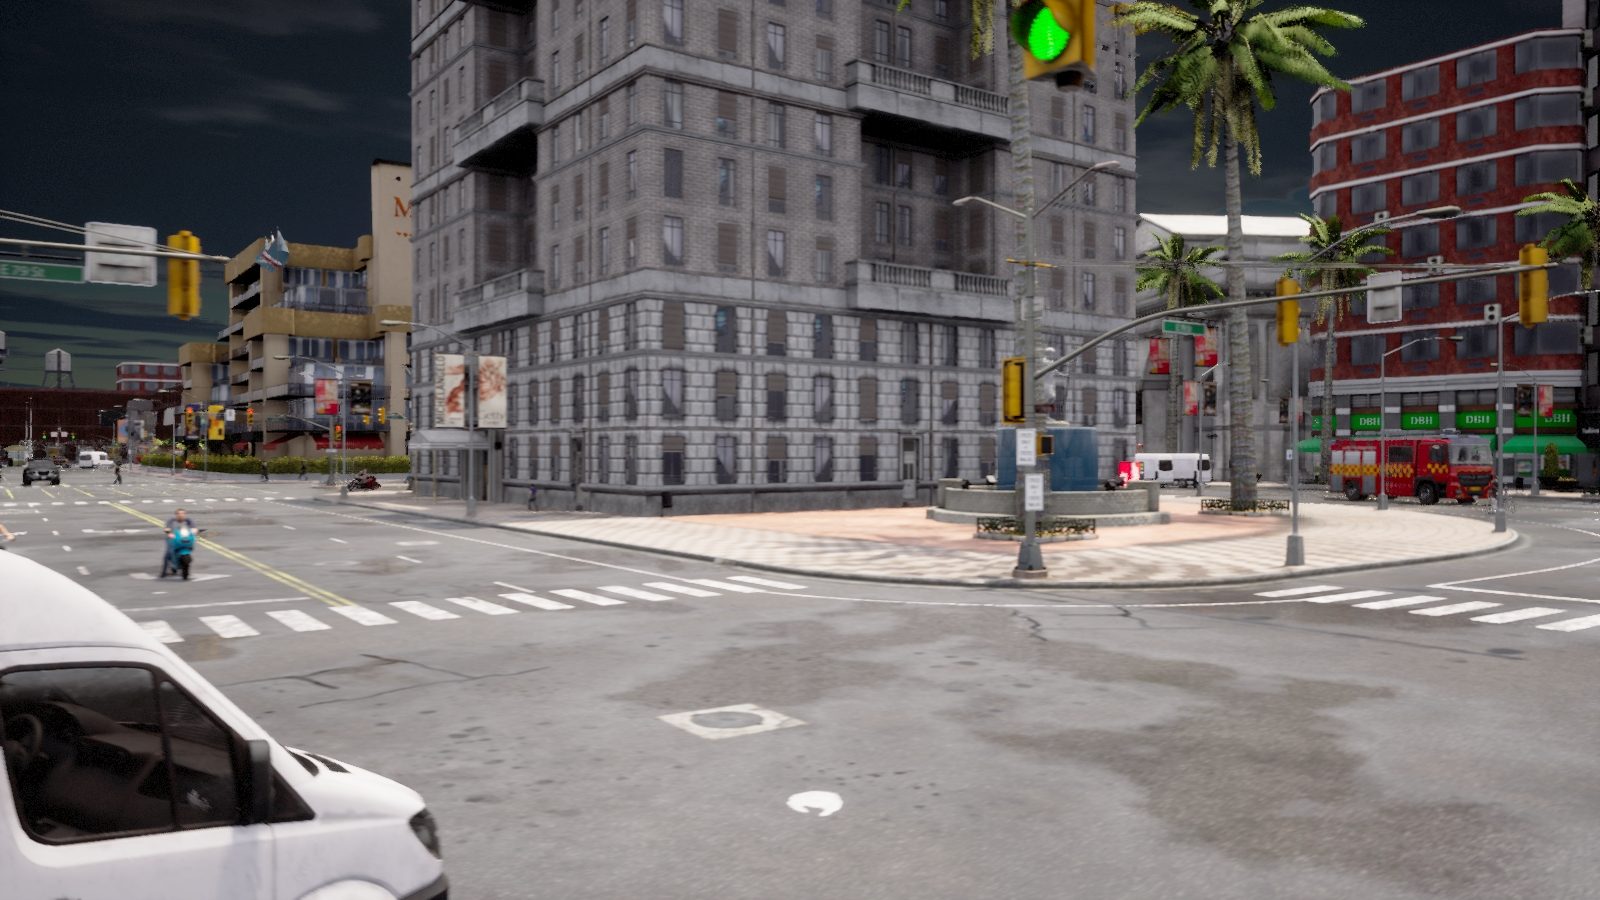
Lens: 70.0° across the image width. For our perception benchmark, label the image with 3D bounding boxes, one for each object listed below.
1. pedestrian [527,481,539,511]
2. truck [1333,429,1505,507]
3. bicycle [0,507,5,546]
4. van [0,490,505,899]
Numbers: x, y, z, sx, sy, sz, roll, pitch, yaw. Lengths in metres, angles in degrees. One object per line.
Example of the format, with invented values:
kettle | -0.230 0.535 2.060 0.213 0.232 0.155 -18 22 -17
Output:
pedestrian | -11.529 1.979 49.366 0.375 1.300 0.375 0 0 -43
truck | 32.609 0.896 60.683 2.891 3.827 8.468 0 0 -17
bicycle | -23.974 2.256 33.675 0.859 1.080 1.487 0 0 -34
van | -3.895 1.534 3.838 1.988 2.561 5.915 1 0 31
